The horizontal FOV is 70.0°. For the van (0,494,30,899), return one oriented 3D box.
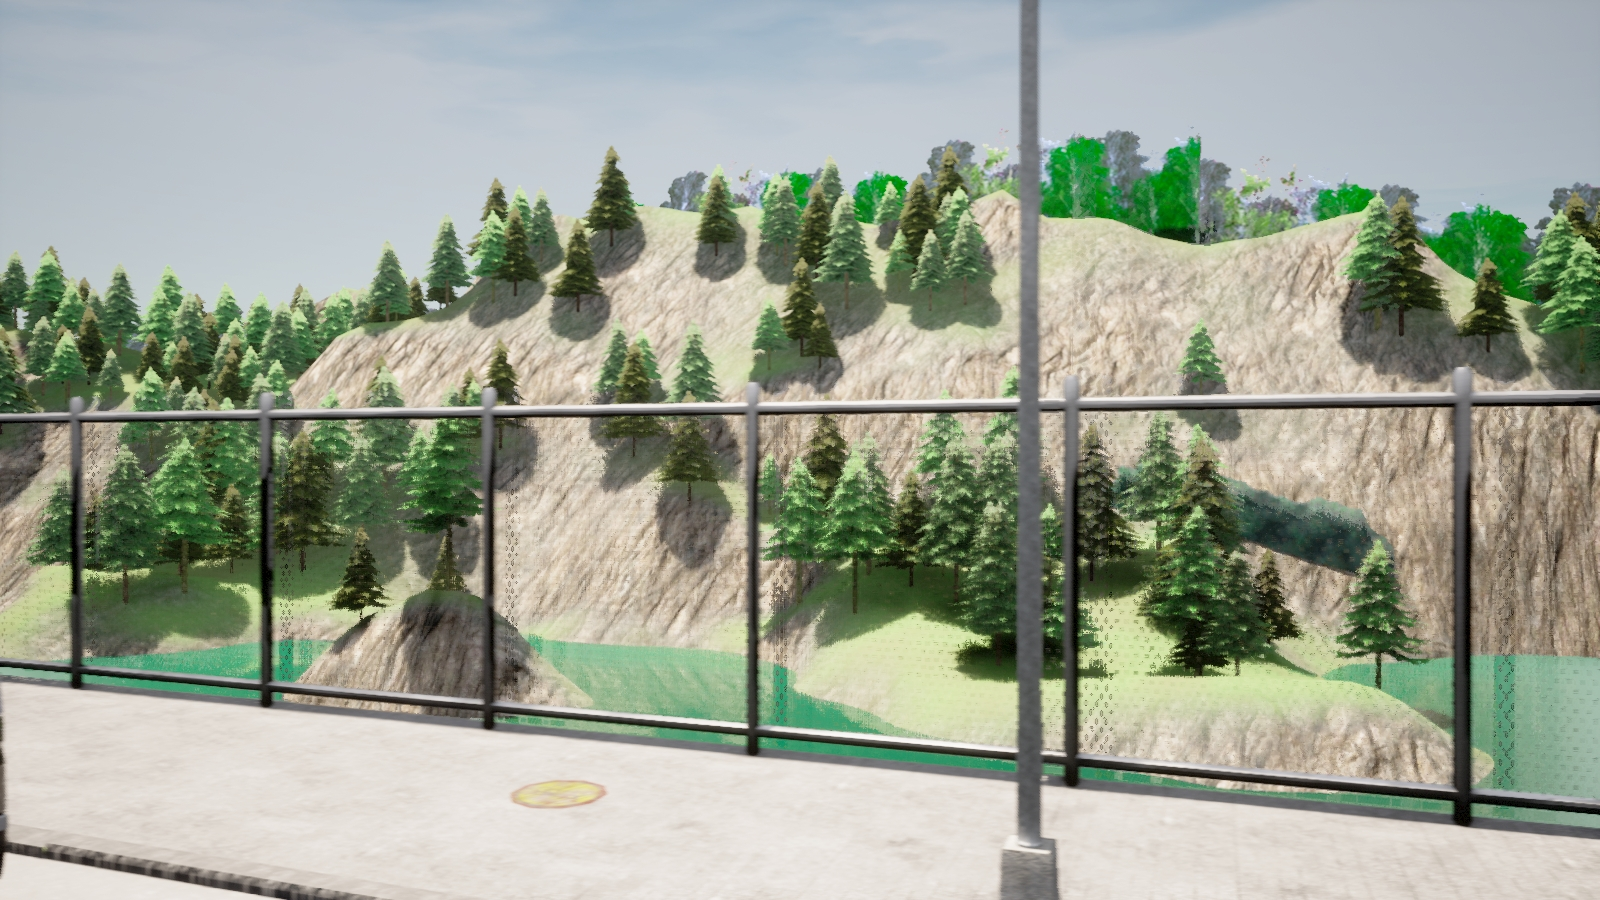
[{"bbox_3d":[-7.484,1.534,6.554,5.915,2.561,1.988,0,0,20],"label":"van"}]
